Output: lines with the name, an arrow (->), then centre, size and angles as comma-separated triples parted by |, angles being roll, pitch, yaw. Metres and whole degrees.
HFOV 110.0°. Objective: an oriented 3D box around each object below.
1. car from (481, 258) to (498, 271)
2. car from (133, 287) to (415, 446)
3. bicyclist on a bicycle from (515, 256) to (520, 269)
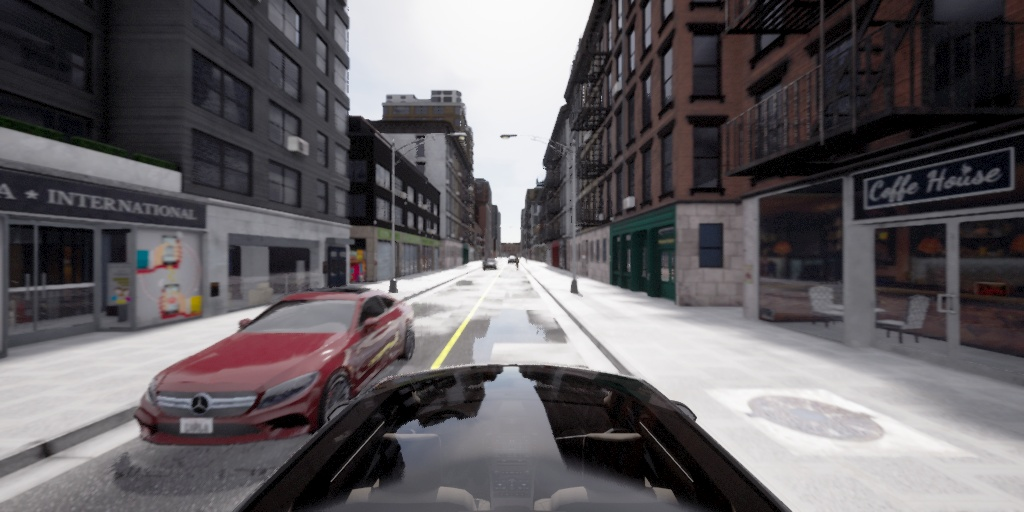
car -> -2.823, 1.067, 46.303 | 1.837, 1.490, 4.892 | 0, 0, 0
car -> -2.849, 1.263, 5.566 | 1.812, 1.442, 4.674 | 0, 0, 0
bicyclist on a bicycle -> 0.765, 1.013, 46.689 | 0.582, 1.620, 1.656 | 0, 0, 0
